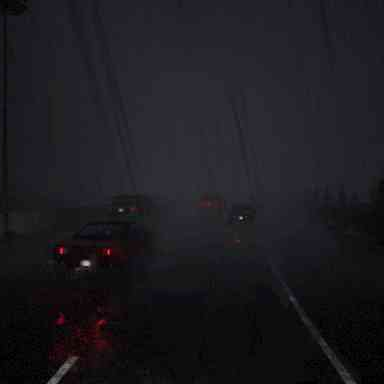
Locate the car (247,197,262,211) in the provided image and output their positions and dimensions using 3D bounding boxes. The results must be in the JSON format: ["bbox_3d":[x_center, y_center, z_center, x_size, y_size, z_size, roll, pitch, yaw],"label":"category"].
[{"bbox_3d":[7.433,1.384,40.544,2.097,1.767,4.553,0,0,13],"label":"car"}]

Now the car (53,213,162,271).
[{"bbox_3d":[-2.496,1.594,10.985,1.895,1.301,4.718,0,0,8],"label":"car"}]

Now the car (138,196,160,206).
[{"bbox_3d":[-7.152,1.480,55.619,2.128,1.511,4.902,0,0,13],"label":"car"}]

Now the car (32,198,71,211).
[{"bbox_3d":[-15.277,1.447,36.371,2.128,1.511,4.902,0,0,13],"label":"car"}]

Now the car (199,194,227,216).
[{"bbox_3d":[2.175,1.235,33.347,2.150,2.045,5.566,0,0,13],"label":"car"}]

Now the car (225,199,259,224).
[{"bbox_3d":[3.829,1.521,24.834,1.837,1.490,4.892,0,-1,13],"label":"car"}]

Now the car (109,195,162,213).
[{"bbox_3d":[-3.777,1.213,23.007,2.150,2.045,5.566,0,0,13],"label":"car"}]

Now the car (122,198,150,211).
[{"bbox_3d":[-6.886,1.510,41.500,1.812,1.442,4.674,0,0,13],"label":"car"}]
